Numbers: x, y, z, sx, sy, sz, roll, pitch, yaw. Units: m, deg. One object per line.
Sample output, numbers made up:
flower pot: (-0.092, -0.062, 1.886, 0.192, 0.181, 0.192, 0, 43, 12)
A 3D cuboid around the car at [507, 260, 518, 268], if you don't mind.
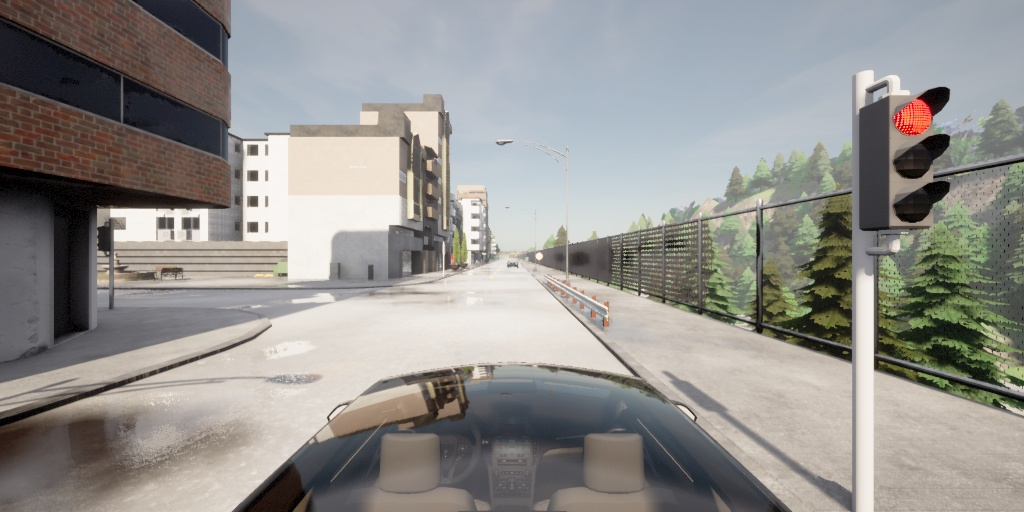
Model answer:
car: (0.112, 1.351, 62.452, 1.895, 1.301, 4.718, 0, 0, 0)
